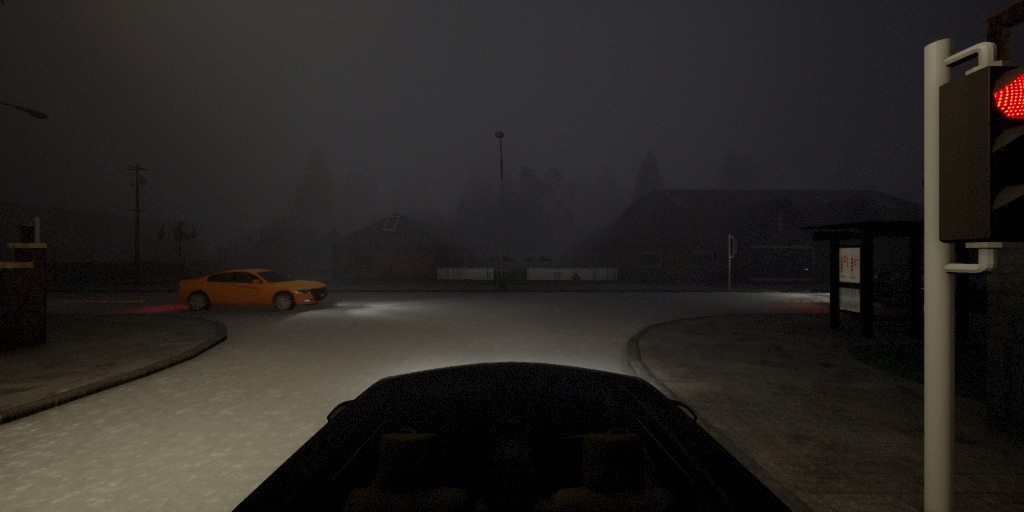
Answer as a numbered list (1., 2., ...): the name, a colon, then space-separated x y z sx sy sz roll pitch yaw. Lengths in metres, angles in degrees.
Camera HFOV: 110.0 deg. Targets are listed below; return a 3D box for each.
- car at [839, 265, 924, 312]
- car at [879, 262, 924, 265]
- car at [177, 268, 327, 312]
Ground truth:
1. car: 15.103 1.241 13.679 4.902 1.511 2.128 0 0 0
2. car: 19.209 1.102 17.880 4.553 1.767 2.097 0 0 0
3. car: -9.742 1.227 13.677 5.008 1.535 1.882 0 0 0
